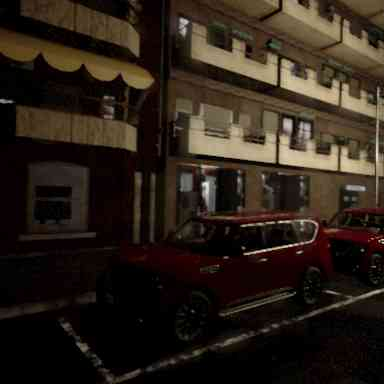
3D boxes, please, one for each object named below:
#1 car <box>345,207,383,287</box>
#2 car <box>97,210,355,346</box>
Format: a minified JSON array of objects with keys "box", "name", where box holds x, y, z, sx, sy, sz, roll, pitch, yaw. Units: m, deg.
[{"box":[5.269,1.394,9.831,5.009,1.841,2.192,1,1,-35],"name":"car"},{"box":[0.768,1.350,6.619,5.009,1.841,2.192,1,1,-35],"name":"car"}]
